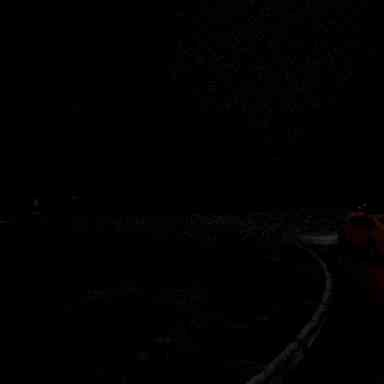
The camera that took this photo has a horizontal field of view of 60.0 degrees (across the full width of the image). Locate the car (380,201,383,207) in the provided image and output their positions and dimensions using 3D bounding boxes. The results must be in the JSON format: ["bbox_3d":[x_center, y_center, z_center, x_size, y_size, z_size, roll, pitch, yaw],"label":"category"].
[{"bbox_3d":[10.285,1.381,13.730,2.097,1.767,4.553,-1,-1,-1],"label":"car"}]

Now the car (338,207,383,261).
[{"bbox_3d":[7.111,1.534,12.454,1.882,1.535,5.008,-1,-1,6],"label":"car"}]

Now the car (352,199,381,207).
[{"bbox_3d":[22.039,1.488,41.168,4.718,1.301,1.895,-3,0,-32],"label":"car"}]
